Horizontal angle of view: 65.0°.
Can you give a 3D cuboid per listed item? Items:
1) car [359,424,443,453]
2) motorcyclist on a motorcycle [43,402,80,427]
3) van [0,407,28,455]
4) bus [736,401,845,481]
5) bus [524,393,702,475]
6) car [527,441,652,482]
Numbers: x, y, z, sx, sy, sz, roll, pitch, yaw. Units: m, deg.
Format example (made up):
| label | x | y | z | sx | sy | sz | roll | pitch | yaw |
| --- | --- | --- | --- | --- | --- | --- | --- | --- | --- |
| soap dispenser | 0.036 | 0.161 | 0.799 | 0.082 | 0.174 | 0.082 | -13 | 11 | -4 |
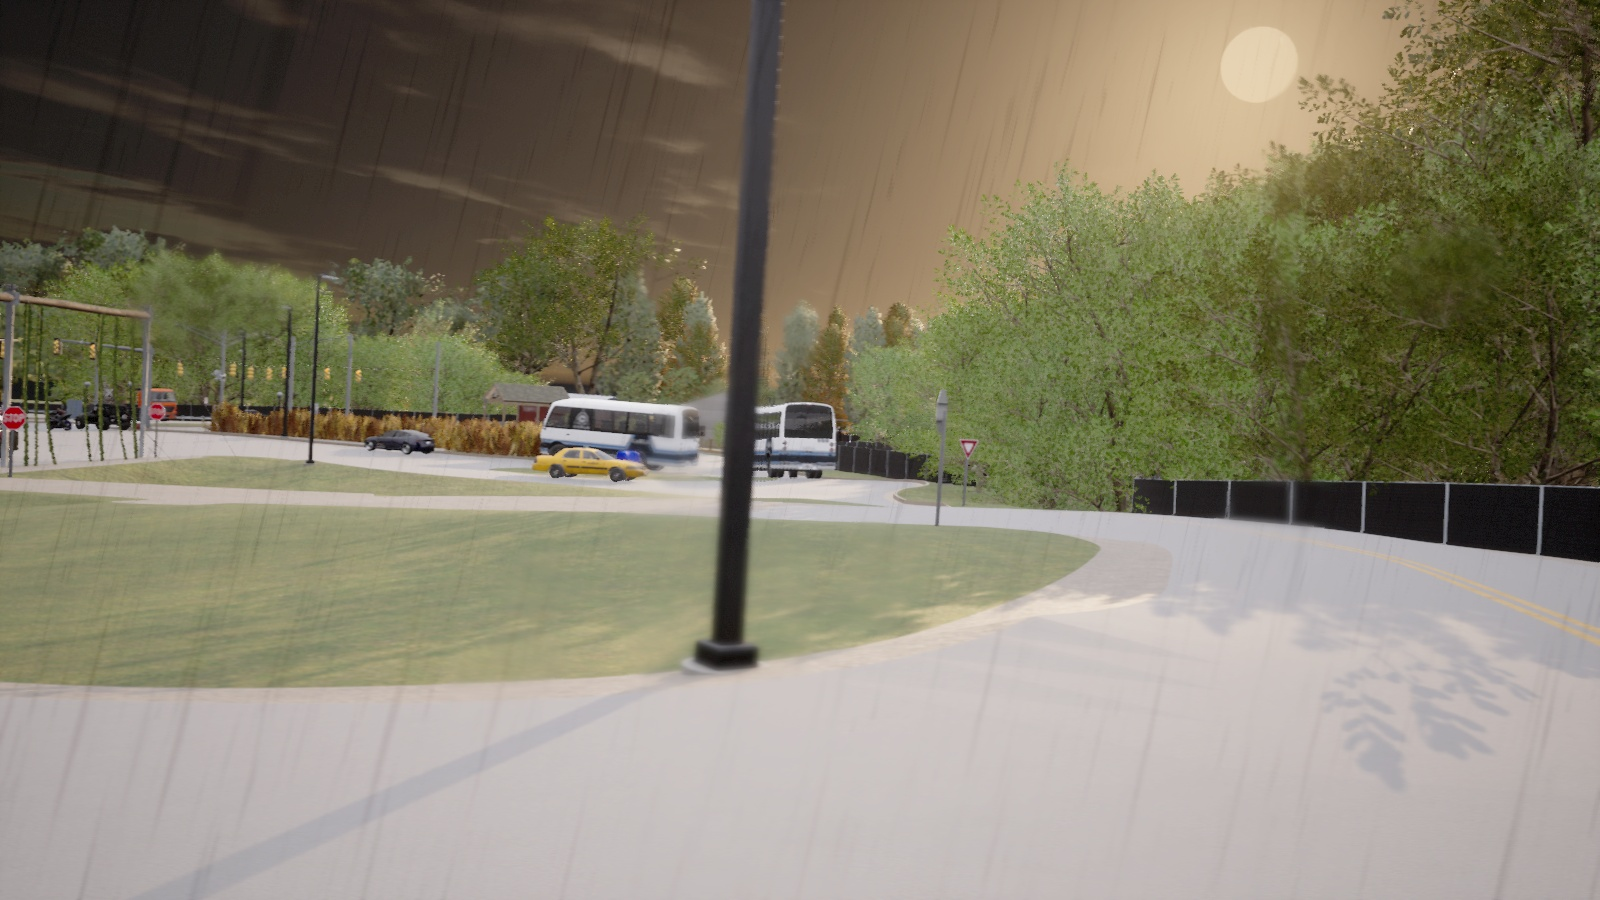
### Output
| label | x | y | z | sx | sy | sz | roll | pitch | yaw |
| --- | --- | --- | --- | --- | --- | --- | --- | --- | --- |
| car | -25.103 | -0.735 | 79.056 | 4.792 | 1.488 | 2.163 | 5 | 3 | 25 |
| motorcyclist on a motorcycle | -49.569 | -2.377 | 84.279 | 2.191 | 1.530 | 0.866 | 3 | 2 | 20 |
| van | -35.943 | -0.855 | 54.740 | 2.069 | 2.038 | 4.480 | 4 | 1 | -5 |
| bus | -0.754 | -0.439 | 73.996 | 3.944 | 4.253 | 10.273 | 2 | -1 | -14 |
| bus | -11.909 | -1.087 | 80.057 | 10.273 | 4.253 | 3.944 | 6 | 3 | 19 |
| car | -9.703 | 0.508 | 57.983 | 5.366 | 1.575 | 1.801 | 3 | 1 | 12 |
